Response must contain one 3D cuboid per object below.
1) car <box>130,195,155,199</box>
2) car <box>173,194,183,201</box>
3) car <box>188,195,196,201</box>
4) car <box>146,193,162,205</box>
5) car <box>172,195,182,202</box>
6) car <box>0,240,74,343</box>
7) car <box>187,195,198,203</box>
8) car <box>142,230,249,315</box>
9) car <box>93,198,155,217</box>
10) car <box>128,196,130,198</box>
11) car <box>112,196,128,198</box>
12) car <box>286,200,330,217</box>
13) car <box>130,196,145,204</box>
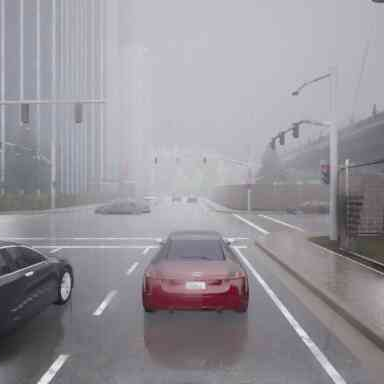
[{"bbox_3d":[-7.096,1.547,47.973,2.033,1.411,5.357,0,0,0],"label":"car"},{"bbox_3d":[-3.514,1.386,84.688,2.128,1.511,4.902,0,0,0],"label":"car"},{"bbox_3d":[-0.014,1.524,85.277,1.812,1.442,4.674,0,0,0],"label":"car"},{"bbox_3d":[-7.084,1.221,58.163,2.150,2.045,5.566,0,0,1],"label":"car"},{"bbox_3d":[-3.512,1.495,74.264,1.837,1.490,4.892,0,0,0],"label":"car"},{"bbox_3d":[-3.443,1.505,5.217,1.837,1.490,4.892,0,0,0],"label":"car"},{"bbox_3d":[0.087,1.477,67.747,1.882,1.535,5.008,0,0,0],"label":"car"},{"bbox_3d":[0.070,1.564,7.673,1.994,1.385,4.181,0,0,0],"label":"car"},{"bbox_3d":[-6.532,1.579,31.758,5.357,1.411,2.033,0,0,0],"label":"car"},{"bbox_3d":[-10.593,1.505,54.592,1.837,1.490,4.892,0,0,0],"label":"car"},{"bbox_3d":[-10.600,1.491,45.348,2.128,1.511,4.902,0,0,0],"label":"car"},{"bbox_3d":[11.579,1.533,31.829,5.008,1.535,1.882,0,0,1],"label":"car"},{"bbox_3d":[-10.543,1.547,64.908,2.033,1.411,5.357,0,0,1],"label":"car"}]
